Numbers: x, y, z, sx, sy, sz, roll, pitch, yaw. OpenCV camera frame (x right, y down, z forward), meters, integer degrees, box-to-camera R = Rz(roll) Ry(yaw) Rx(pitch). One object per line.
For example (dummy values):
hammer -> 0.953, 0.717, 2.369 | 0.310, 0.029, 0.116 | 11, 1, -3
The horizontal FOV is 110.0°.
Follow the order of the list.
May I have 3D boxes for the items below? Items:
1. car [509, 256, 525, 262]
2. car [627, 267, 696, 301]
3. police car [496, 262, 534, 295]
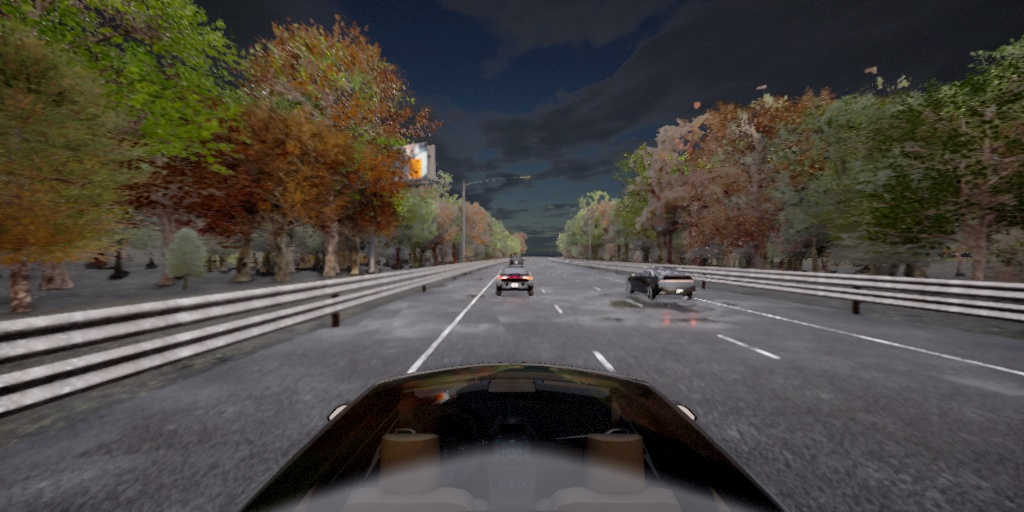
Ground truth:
car -> 0.719, 1.090, 54.679 | 2.150, 2.045, 5.566 | 0, 0, 1
car -> 7.147, 1.285, 17.663 | 2.128, 1.511, 4.902 | 0, 0, 0
police car -> 0.172, 1.295, 20.410 | 2.038, 1.542, 4.974 | 0, 0, 1
